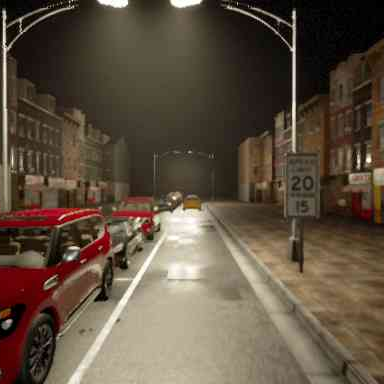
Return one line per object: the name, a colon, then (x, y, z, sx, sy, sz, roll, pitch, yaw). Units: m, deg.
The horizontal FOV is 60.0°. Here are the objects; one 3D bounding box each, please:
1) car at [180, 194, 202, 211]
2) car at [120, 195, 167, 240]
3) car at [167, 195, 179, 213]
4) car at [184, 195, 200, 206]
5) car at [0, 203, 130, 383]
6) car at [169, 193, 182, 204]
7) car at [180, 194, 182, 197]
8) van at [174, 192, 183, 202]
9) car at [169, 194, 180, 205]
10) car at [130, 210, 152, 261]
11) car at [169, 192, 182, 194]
car: (0.019, 1.220, 35.751, 1.882, 1.535, 5.008, 0, 0, 0)
car: (-2.636, 1.193, 16.215, 2.192, 1.841, 5.009, 0, 0, 0)
car: (-2.626, 1.315, 32.497, 2.008, 1.369, 4.403, 0, 0, 0)
car: (0.034, 1.158, 47.236, 2.128, 1.511, 4.902, 0, 0, 0)
car: (-2.642, 1.273, 5.362, 2.192, 1.841, 5.009, 0, 0, 0)
car: (-2.617, 1.061, 54.204, 1.967, 1.590, 4.097, 0, 0, 0)
car: (-2.621, 1.257, 43.351, 1.947, 1.339, 4.313, 0, 0, 0)
van: (-2.612, 0.895, 65.057, 1.690, 1.788, 3.998, -1, 0, 0)
car: (-2.624, 1.254, 37.754, 1.752, 1.417, 4.829, 0, 0, 0)
car: (-2.637, 1.483, 10.790, 1.947, 1.339, 4.313, 0, 0, 0)
car: (-2.620, 0.971, 48.776, 2.192, 1.841, 5.009, 0, 0, 0)
